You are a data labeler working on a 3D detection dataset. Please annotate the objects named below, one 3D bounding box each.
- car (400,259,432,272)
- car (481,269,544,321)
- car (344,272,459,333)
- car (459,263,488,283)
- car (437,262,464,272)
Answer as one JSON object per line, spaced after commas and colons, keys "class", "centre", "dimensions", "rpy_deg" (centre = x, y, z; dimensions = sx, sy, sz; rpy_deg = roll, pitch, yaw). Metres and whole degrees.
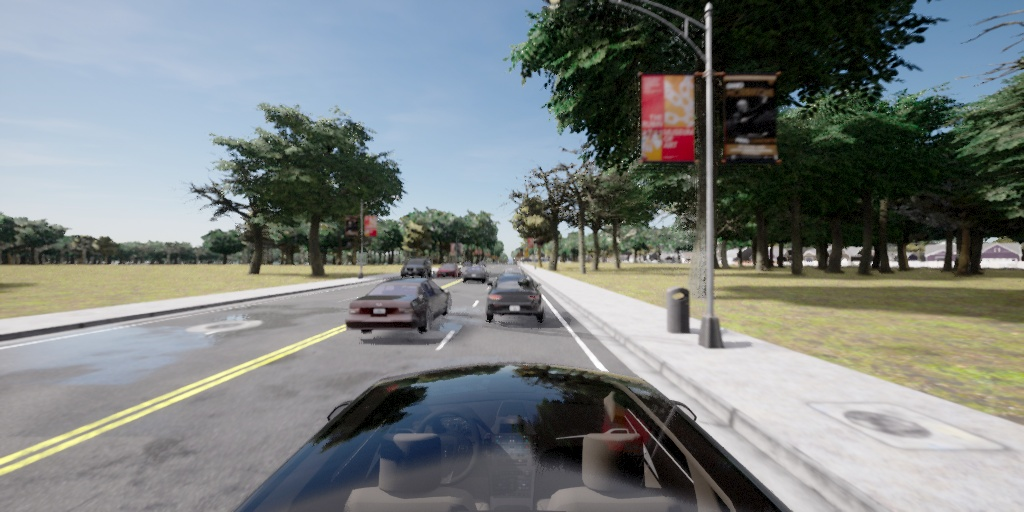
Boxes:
{"class": "car", "centre": [-9.845, 1.307, 37.385], "dimensions": [2.150, 2.045, 5.566], "rpy_deg": [0, 0, 0]}
{"class": "car", "centre": [0.089, 1.380, 12.767], "dimensions": [1.812, 1.442, 4.674], "rpy_deg": [0, 0, 0]}
{"class": "car", "centre": [-3.165, 1.386, 11.087], "dimensions": [2.033, 1.411, 5.357], "rpy_deg": [0, 0, 0]}
{"class": "car", "centre": [-3.154, 1.598, 31.761], "dimensions": [1.994, 1.385, 4.181], "rpy_deg": [0, -1, 0]}
{"class": "car", "centre": [-6.593, 1.567, 37.612], "dimensions": [1.882, 1.535, 5.008], "rpy_deg": [0, -1, 0]}
